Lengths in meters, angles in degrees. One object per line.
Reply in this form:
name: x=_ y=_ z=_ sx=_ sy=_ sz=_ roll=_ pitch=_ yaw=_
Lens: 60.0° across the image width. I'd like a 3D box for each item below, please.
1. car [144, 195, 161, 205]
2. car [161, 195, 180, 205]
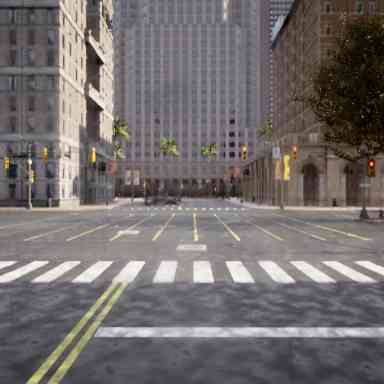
car: x=-7.154 y=1.462 z=57.550 sx=2.128 sy=1.511 sz=4.902 roll=0 pitch=0 yaw=0
car: x=-3.664 y=1.518 z=57.679 sx=2.033 sy=1.411 sz=5.357 roll=0 pitch=0 yaw=0
